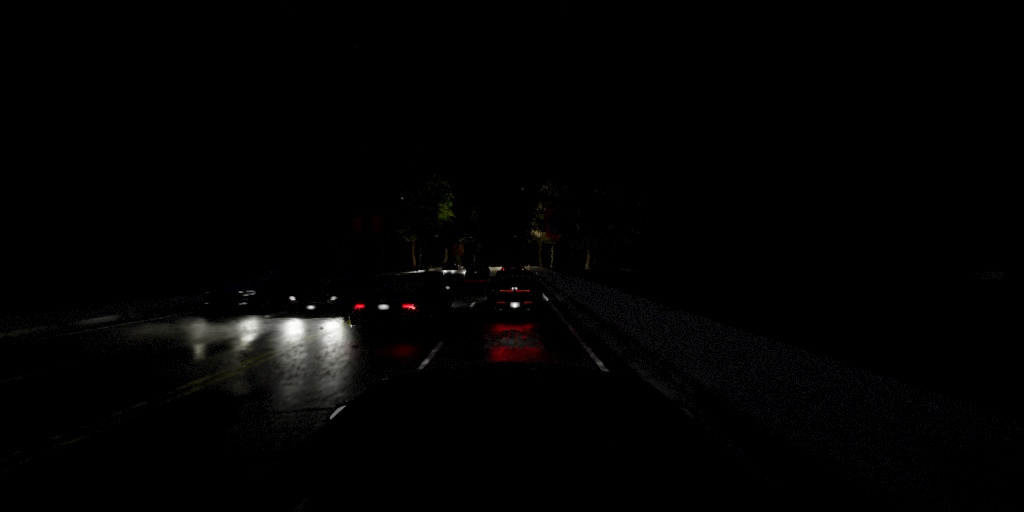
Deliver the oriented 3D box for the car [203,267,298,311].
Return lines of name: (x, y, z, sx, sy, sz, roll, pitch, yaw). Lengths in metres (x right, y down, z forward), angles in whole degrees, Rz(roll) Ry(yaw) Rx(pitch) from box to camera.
car: (-9.847, 1.231, 14.582, 1.882, 1.535, 5.008, 0, 0, 0)

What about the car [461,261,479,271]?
car: (-6.555, 1.477, 56.605, 2.128, 1.511, 4.902, 0, -1, 0)

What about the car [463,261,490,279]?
car: (-3.145, 1.271, 33.644, 1.882, 1.535, 5.008, 0, 0, 0)

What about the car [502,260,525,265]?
car: (0.104, 1.137, 31.629, 2.097, 1.767, 4.553, 0, 0, 0)

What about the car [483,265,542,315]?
car: (0.093, 1.260, 13.554, 1.837, 1.490, 4.892, 0, 0, 0)

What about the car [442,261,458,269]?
car: (-9.804, 1.550, 56.686, 1.994, 1.385, 4.181, 0, -1, 0)

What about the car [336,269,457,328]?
car: (-3.149, 1.300, 11.297, 2.033, 1.411, 5.357, 0, 0, 0)

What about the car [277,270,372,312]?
car: (-6.598, 1.301, 14.421, 2.033, 1.411, 5.357, 0, 0, 0)
